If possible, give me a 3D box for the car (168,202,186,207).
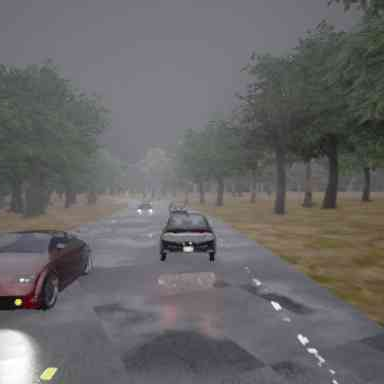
[{"bbox_3d":[-1.552,1.715,34.906,2.033,1.411,5.357,0,0,-5],"label":"car"}]

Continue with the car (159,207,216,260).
[{"bbox_3d":[-0.181,1.526,12.520,2.128,1.511,4.902,0,0,-2],"label":"car"}]

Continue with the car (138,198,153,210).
[{"bbox_3d":[-6.850,1.655,49.366,2.097,1.767,4.553,0,-1,-7],"label":"car"}]

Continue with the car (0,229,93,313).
[{"bbox_3d":[-3.738,1.584,7.665,1.994,1.385,4.181,0,0,-1],"label":"car"}]
